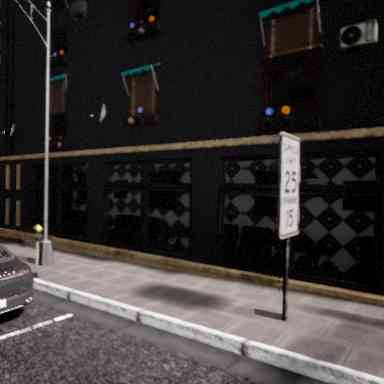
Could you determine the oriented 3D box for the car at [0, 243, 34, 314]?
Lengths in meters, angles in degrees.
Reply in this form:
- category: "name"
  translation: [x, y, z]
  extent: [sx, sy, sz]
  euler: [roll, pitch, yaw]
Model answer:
- category: "car"
  translation: [-4.793, 1.512, 6.432]
  extent: [4.403, 1.369, 2.008]
  euler: [0, 1, 36]
